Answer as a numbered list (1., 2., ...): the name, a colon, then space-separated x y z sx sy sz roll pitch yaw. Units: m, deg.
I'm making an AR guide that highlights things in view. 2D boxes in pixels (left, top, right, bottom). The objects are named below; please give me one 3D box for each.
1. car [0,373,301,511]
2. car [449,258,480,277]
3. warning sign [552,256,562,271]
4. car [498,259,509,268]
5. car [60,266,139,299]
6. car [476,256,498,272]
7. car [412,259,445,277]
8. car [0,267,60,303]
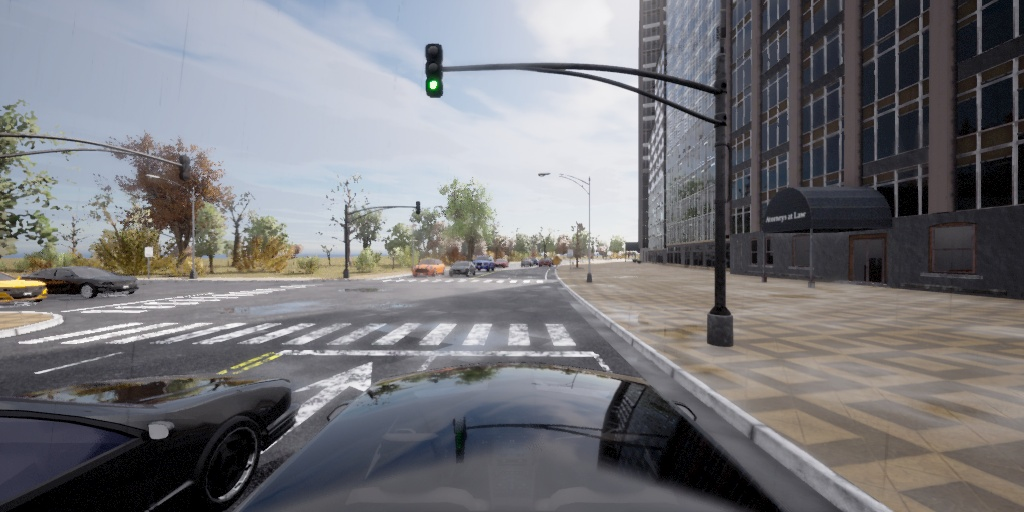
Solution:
1. car: -3.128 1.298 1.222 2.033 1.411 5.357 0 0 1
2. car: -4.838 1.252 35.619 1.837 1.490 4.892 0 0 6
3. warning sign: 5.525 0.868 43.921 1.300 1.860 1.060 0 0 7
4. car: -1.802 1.230 59.057 1.882 1.535 5.008 0 0 9
5. car: -21.831 1.275 18.126 5.008 1.535 1.882 0 0 4
6. car: -3.666 0.971 46.294 2.150 2.045 5.566 0 0 7
7. car: -8.128 1.098 35.338 2.097 1.767 4.553 0 0 6
8. car: -22.473 1.288 14.906 5.008 1.535 1.882 0 0 3
